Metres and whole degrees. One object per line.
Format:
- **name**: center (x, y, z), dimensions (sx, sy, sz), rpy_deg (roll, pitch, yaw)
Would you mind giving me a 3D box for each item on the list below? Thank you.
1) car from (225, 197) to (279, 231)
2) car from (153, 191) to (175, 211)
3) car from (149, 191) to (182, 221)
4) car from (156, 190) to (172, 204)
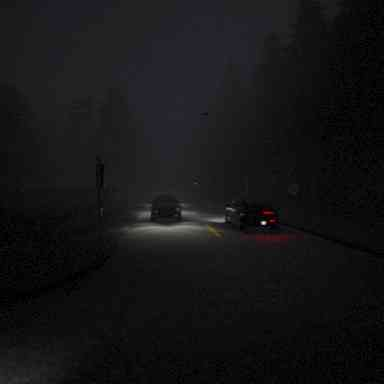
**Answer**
- **car**: center (2.922, 1.047, 17.083), dimensions (1.837, 1.490, 4.892), rpy_deg (-1, 1, -5)
- **car**: center (-2.624, 0.762, 31.278), dimensions (1.882, 1.535, 5.008), rpy_deg (-1, 1, -5)
- **car**: center (-1.758, 0.971, 21.975), dimensions (1.882, 1.535, 5.008), rpy_deg (-1, 1, -5)
- **car**: center (-3.523, 0.581, 41.439), dimensions (1.812, 1.442, 4.674), rpy_deg (-1, 1, -5)
